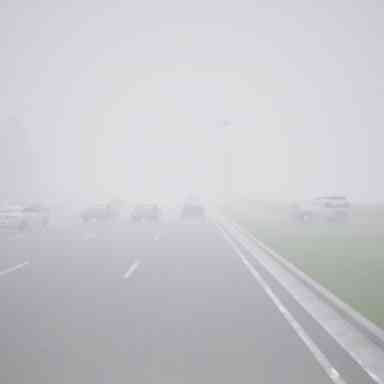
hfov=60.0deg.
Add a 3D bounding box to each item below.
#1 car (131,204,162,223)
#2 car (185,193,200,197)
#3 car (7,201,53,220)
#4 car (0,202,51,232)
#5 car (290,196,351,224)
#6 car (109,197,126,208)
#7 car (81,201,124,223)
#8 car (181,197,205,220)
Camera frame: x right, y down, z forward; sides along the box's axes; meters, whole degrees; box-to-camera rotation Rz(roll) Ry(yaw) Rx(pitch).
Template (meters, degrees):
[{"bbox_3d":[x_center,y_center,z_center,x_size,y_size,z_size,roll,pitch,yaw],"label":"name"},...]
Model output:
[{"bbox_3d":[-3.403,1.610,25.754,1.895,1.301,4.718,0,0,0],"label":"car"},{"bbox_3d":[0.094,1.241,54.330,2.150,2.045,5.566,0,0,0],"label":"car"},{"bbox_3d":[-13.903,1.575,28.890,1.994,1.385,4.181,0,0,0],"label":"car"},{"bbox_3d":[-10.404,1.533,20.110,1.812,1.442,4.674,0,0,0],"label":"car"},{"bbox_3d":[8.919,1.221,22.993,3.866,1.878,1.905,0,0,0],"label":"car"},{"bbox_3d":[-10.405,1.521,45.869,1.837,1.490,4.892,0,0,0],"label":"car"},{"bbox_3d":[-6.904,1.610,25.754,1.895,1.301,4.718,0,0,0],"label":"car"},{"bbox_3d":[0.097,1.488,28.681,1.882,1.535,5.008,0,0,0],"label":"car"}]
